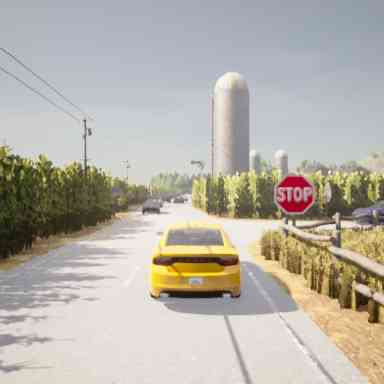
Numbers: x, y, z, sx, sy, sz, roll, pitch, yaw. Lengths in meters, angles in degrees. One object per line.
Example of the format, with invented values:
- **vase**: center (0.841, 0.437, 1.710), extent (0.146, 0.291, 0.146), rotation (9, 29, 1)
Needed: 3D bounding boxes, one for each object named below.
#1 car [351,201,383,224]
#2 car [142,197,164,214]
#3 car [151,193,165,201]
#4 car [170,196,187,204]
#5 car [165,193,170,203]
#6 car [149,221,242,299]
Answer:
- **car**: center (13.414, 1.350, 22.796), extent (4.553, 1.767, 2.097), rotation (0, 0, 0)
- **car**: center (-4.277, 1.542, 35.323), extent (2.033, 1.411, 5.357), rotation (0, 0, -5)
- **car**: center (-5.270, 1.345, 47.785), extent (2.097, 1.767, 4.553), rotation (0, 0, -4)
- **car**: center (-2.532, 1.538, 64.713), extent (2.033, 1.411, 5.357), rotation (0, 0, 2)
- **car**: center (-5.639, 1.216, 68.232), extent (2.150, 2.045, 5.566), rotation (0, 0, 2)
- **car**: center (0.072, 1.476, 8.537), extent (1.882, 1.535, 5.008), rotation (0, 0, 0)
